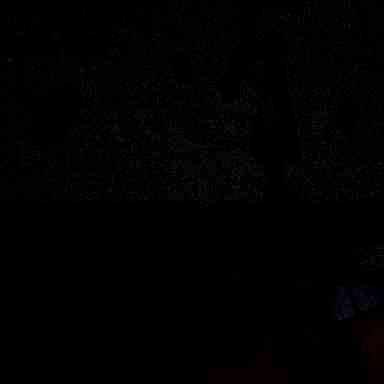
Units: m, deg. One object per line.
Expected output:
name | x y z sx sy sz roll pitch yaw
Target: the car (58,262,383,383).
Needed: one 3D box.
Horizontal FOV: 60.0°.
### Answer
car | 0.806 1.563 3.611 4.181 1.385 1.994 0 0 -35
